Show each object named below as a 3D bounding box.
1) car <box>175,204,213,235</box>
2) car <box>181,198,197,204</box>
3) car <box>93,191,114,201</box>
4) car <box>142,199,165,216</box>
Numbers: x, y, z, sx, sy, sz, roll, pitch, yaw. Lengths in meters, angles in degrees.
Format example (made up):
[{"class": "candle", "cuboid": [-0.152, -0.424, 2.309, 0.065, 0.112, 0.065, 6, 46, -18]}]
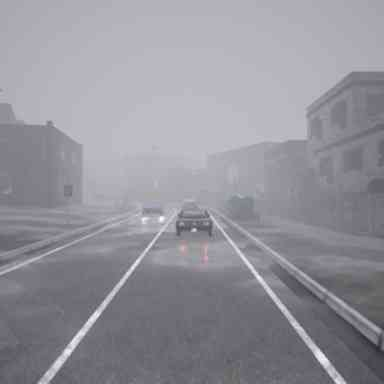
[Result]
[{"class": "car", "cuboid": [0.109, 1.591, 18.636, 1.895, 1.301, 4.718, 0, 0, 0]}, {"class": "car", "cuboid": [-0.352, 1.507, 40.839, 1.812, 1.442, 4.674, 0, 0, -4]}, {"class": "car", "cuboid": [-18.881, 0.837, 70.685, 5.566, 2.045, 2.150, 1, 0, 41]}, {"class": "car", "cuboid": [-3.675, 1.461, 32.457, 1.882, 1.535, 5.008, 0, 0, -1]}]
